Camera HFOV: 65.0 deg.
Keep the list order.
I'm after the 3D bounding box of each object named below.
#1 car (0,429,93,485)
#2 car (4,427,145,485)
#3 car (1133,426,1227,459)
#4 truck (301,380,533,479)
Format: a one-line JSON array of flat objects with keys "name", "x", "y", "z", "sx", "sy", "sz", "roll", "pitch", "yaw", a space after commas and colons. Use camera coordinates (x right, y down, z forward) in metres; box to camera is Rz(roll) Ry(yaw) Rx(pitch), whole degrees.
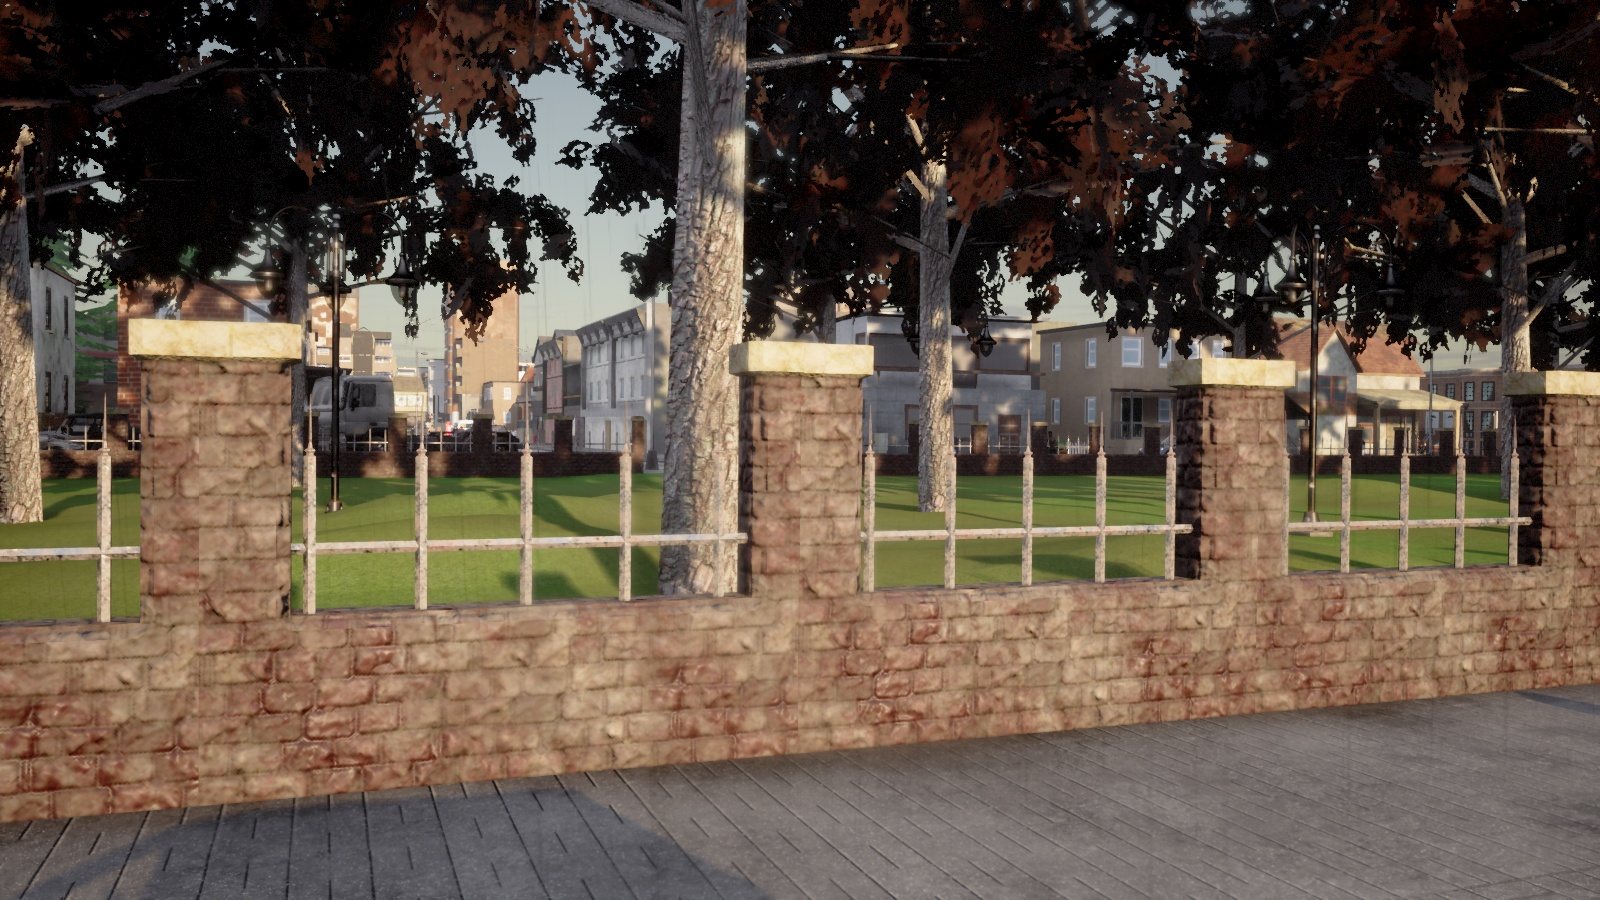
[{"name": "car", "x": -24.705, "y": 0.218, "z": 38.517, "sx": 5.027, "sy": 1.651, "sz": 2.152, "roll": -1, "pitch": 1, "yaw": -23}, {"name": "car", "x": -24.669, "y": 0.163, "z": 42.846, "sx": 3.866, "sy": 1.878, "sz": 1.905, "roll": -1, "pitch": 1, "yaw": -20}, {"name": "car", "x": 17.850, "y": -0.389, "z": 59.012, "sx": 3.806, "sy": 1.475, "sz": 1.970, "roll": -1, "pitch": 1, "yaw": -21}, {"name": "truck", "x": -14.418, "y": -0.807, "z": 47.820, "sx": 7.936, "sy": 3.462, "sz": 2.891, "roll": -2, "pitch": 1, "yaw": -44}]
